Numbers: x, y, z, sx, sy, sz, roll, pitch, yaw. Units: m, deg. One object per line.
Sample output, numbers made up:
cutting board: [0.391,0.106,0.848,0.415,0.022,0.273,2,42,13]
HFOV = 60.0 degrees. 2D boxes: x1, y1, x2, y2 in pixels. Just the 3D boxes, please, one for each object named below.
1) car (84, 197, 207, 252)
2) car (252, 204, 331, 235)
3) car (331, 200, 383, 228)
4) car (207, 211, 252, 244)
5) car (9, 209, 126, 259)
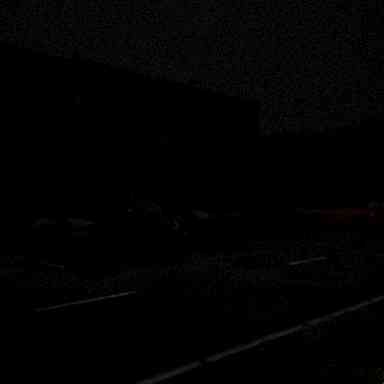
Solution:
car: [-2.459,1.238,14.237,5.566,2.045,2.435,-1,-1,35]
car: [5.027,1.520,19.314,5.008,1.535,2.097,-1,-1,36]
car: [10.097,1.416,22.610,4.553,1.767,2.185,-1,-1,37]
car: [0.007,1.500,15.959,5.008,1.535,2.097,-1,-1,35]
car: [-4.968,1.519,12.519,4.674,1.452,2.002,-1,-1,35]
